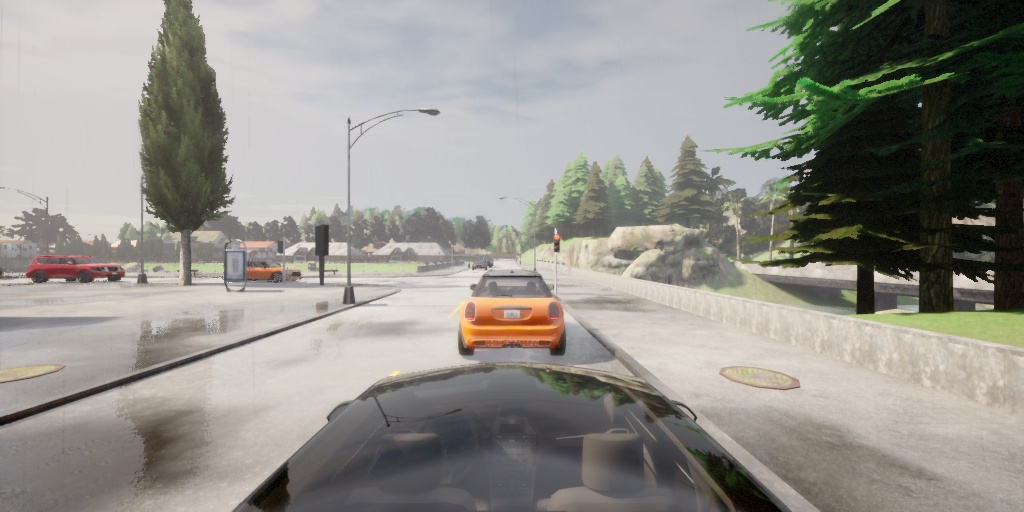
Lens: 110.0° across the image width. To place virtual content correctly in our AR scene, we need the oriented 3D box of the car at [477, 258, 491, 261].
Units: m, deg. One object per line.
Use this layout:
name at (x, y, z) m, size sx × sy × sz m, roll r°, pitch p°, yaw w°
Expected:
car at (-4.541, 1.314, 51.212) m, size 1.994 × 1.385 × 4.181 m, roll 0°, pitch 0°, yaw 0°

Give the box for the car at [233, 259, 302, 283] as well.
car at (-18.442, 1.102, 27.045) m, size 4.553 × 1.767 × 2.097 m, roll 0°, pitch 0°, yaw -1°

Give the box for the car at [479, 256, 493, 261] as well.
car at (-4.612, 0.971, 60.808) m, size 2.150 × 2.045 × 5.566 m, roll 0°, pitch 0°, yaw 0°

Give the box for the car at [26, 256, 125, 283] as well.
car at (-32.631, 0.975, 26.909) m, size 5.566 × 2.045 × 2.150 m, roll 0°, pitch 0°, yaw -1°

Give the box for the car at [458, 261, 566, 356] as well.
car at (-0.001, 1.102, 8.805) m, size 2.097 × 1.767 × 4.553 m, roll 0°, pitch 0°, yaw 0°

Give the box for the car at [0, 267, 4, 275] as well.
car at (-47.247, 1.252, 30.970) m, size 4.892 × 1.490 × 1.837 m, roll -1°, pitch 0°, yaw -1°
